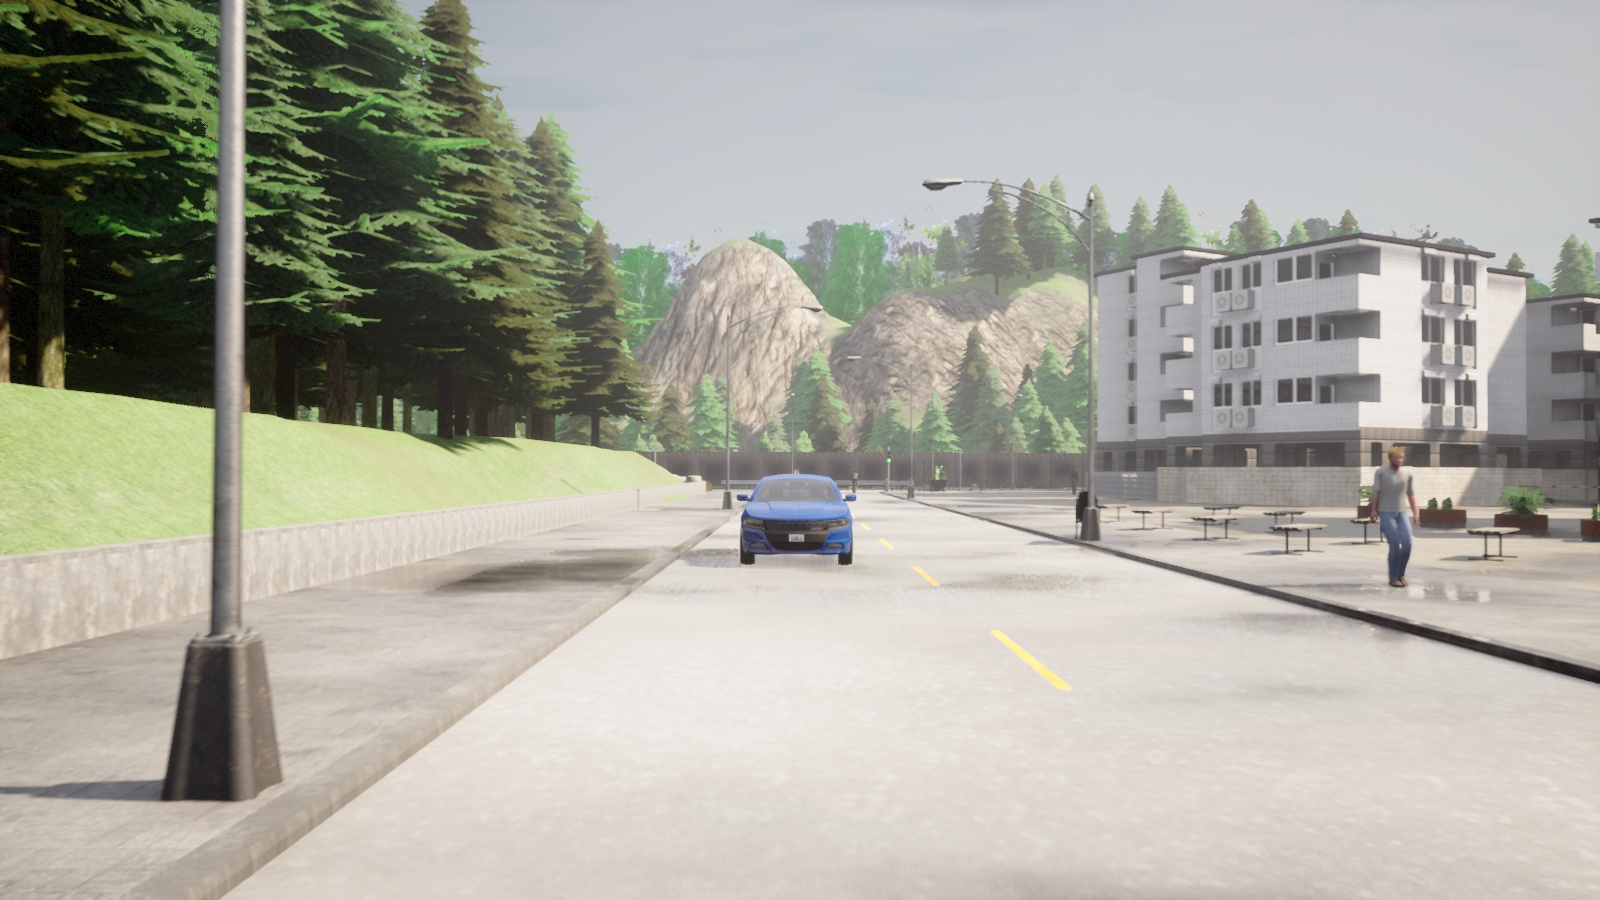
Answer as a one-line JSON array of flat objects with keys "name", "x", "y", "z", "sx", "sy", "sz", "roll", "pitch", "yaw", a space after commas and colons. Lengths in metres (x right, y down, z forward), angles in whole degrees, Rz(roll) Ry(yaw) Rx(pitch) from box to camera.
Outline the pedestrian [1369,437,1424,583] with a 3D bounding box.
[{"name": "pedestrian", "x": 7.691, "y": 0.765, "z": 16.210, "sx": 0.354, "sy": 1.836, "sz": 0.706, "roll": 0, "pitch": -1, "yaw": 0}]

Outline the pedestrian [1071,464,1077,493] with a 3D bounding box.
[{"name": "pedestrian", "x": 17.141, "y": 1.774, "z": 78.556, "sx": 0.353, "sy": 1.847, "sz": 0.614, "roll": 0, "pitch": -1, "yaw": 9}]

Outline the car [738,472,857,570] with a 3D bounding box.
[{"name": "car", "x": -0.052, "y": 1.169, "z": 22.459, "sx": 1.882, "sy": 1.535, "sz": 5.008, "roll": 0, "pitch": -1, "yaw": 0}]
